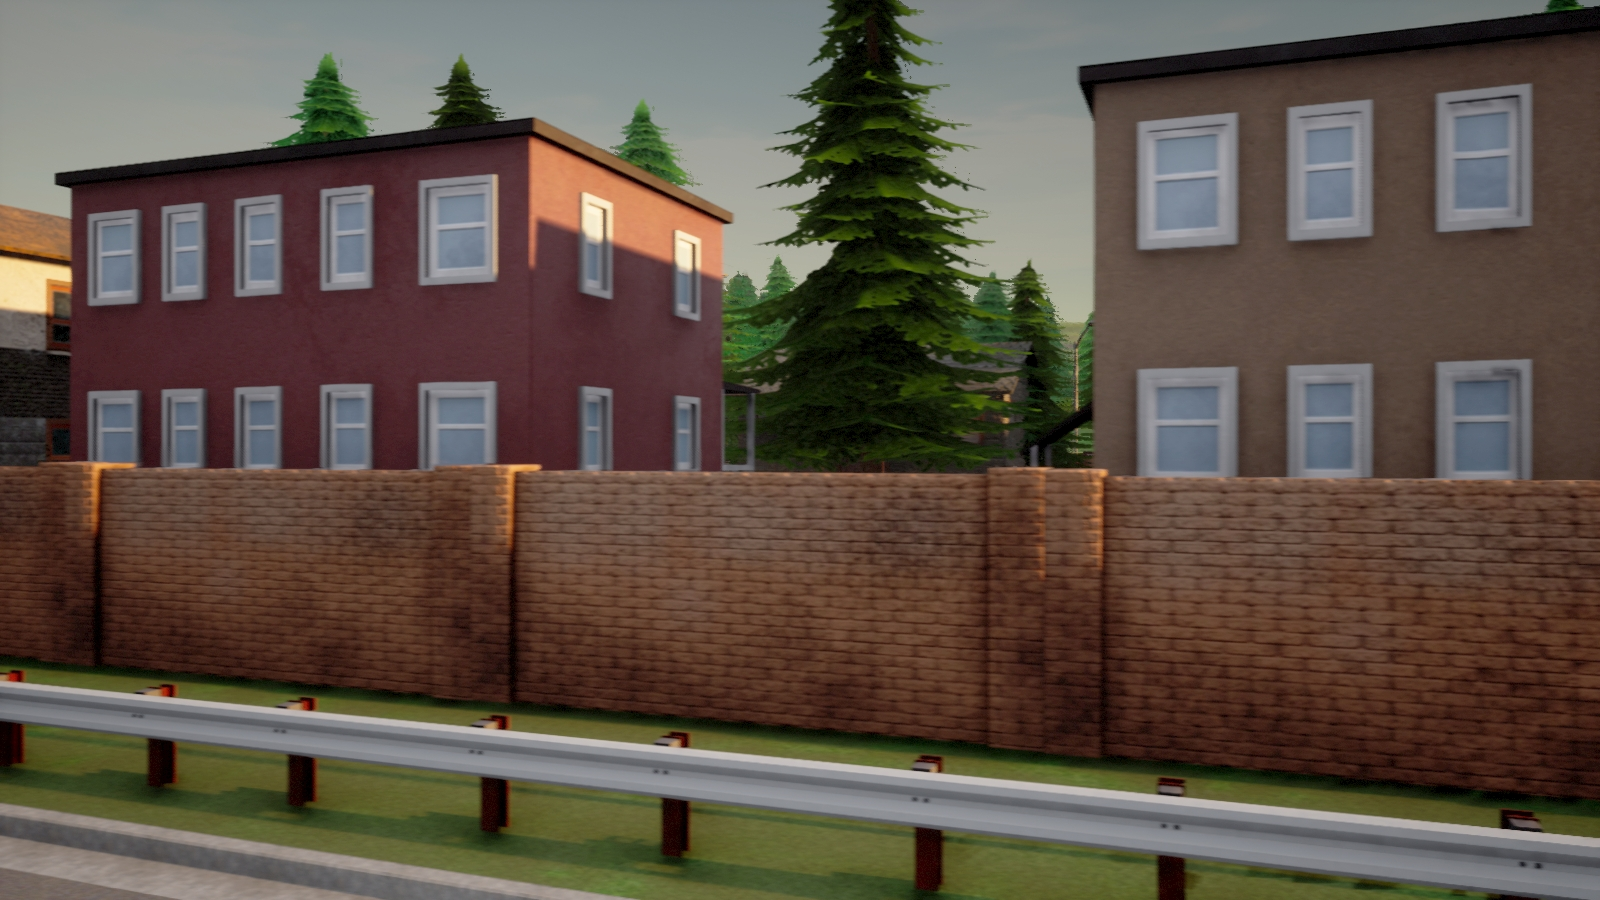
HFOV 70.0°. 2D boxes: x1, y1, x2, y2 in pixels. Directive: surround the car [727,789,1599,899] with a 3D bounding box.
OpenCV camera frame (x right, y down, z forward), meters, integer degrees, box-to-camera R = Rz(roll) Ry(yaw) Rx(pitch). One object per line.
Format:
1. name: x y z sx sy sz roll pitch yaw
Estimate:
1. car: 1.957 2.040 2.592 4.514 1.525 2.007 0 0 20
